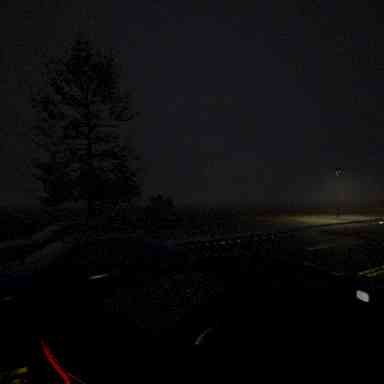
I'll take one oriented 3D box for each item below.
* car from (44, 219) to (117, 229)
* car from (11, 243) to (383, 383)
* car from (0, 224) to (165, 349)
[{"bbox_3d":[-3.407,1.522,9.260,4.674,1.442,1.812,0,0,-36],"label":"car"},{"bbox_3d":[0.797,1.468,4.027,5.008,1.535,1.882,0,0,-36],"label":"car"},{"bbox_3d":[-2.055,1.522,6.230,4.674,1.442,1.812,0,0,-36],"label":"car"}]
